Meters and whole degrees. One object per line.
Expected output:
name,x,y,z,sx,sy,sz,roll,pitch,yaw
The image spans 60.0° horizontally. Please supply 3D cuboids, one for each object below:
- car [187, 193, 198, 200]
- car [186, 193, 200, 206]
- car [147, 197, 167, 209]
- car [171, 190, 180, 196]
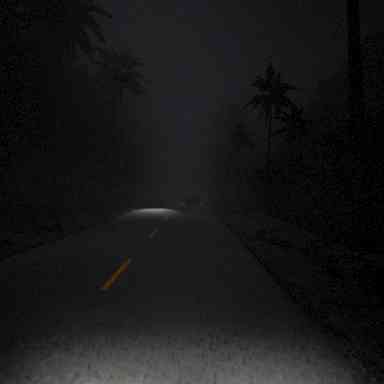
car,0.124,0.901,69.206,2.128,1.511,4.902,0,0,0
car,0.102,1.106,44.993,2.128,1.511,4.902,0,0,0
car,-4.069,1.234,38.887,1.994,1.385,4.181,0,0,0
car,-3.960,0.289,80.063,2.097,1.767,4.553,0,0,0
